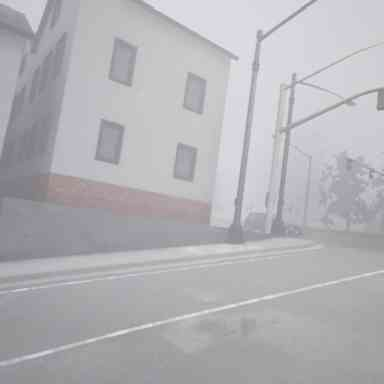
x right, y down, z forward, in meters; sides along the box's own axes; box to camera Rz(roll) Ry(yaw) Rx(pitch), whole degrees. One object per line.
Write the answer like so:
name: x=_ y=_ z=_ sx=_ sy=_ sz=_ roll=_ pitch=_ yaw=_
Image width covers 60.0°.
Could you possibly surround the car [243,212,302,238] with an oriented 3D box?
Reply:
car: x=7.065 y=2.967 z=29.661 sx=2.150 sy=2.045 sz=5.566 roll=12 pitch=-7 yaw=-35
